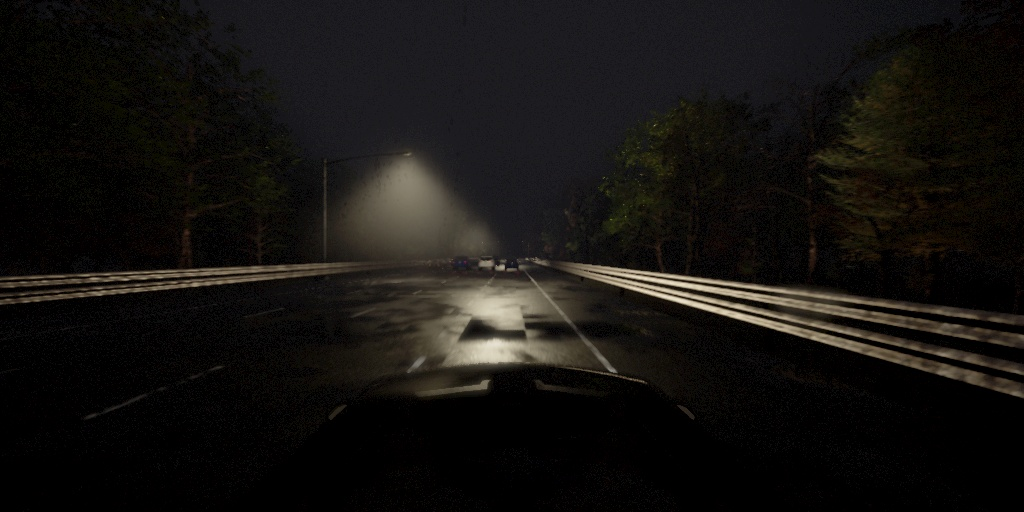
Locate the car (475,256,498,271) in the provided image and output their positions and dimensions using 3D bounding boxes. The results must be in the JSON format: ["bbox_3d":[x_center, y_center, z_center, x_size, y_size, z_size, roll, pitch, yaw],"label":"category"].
[{"bbox_3d":[-3.514,0.995,50.952,2.150,2.045,5.566,0,0,0],"label":"car"}]

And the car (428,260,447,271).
[{"bbox_3d":[-10.514,1.326,50.913,2.033,1.411,5.357,0,0,0],"label":"car"}]

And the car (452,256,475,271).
[{"bbox_3d":[-7.014,0.995,50.952,2.150,2.045,5.566,0,0,0],"label":"car"}]

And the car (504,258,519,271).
[{"bbox_3d":[-0.014,1.131,51.370,2.097,1.767,4.553,0,0,0],"label":"car"}]
